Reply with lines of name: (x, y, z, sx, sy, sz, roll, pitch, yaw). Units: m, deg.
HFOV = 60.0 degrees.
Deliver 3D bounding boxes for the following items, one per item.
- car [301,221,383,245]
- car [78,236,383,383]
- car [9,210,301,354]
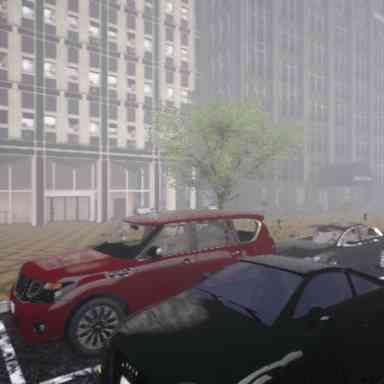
car: (3.989, 1.543, 9.412, 4.403, 1.369, 2.008, 0, 0, -36)
car: (1.039, 1.559, 4.126, 4.181, 1.385, 1.994, 0, 0, -36)
car: (-0.507, 1.312, 6.203, 5.009, 1.841, 2.192, 0, 0, -36)
